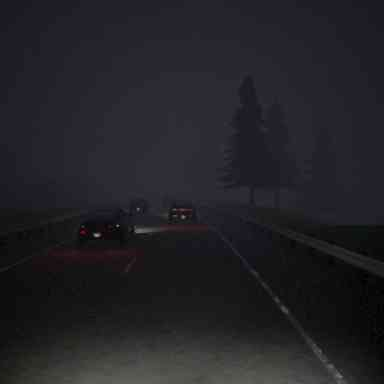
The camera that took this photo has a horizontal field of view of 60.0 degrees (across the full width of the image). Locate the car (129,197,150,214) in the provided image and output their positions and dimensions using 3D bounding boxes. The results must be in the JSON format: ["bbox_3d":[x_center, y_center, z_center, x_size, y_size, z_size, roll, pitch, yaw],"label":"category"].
[{"bbox_3d":[-5.197,1.296,32.813,1.837,1.490,4.892,0,0,-7],"label":"car"}]

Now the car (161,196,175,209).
[{"bbox_3d":[-2.786,1.215,41.165,1.882,1.535,5.008,0,0,-8],"label":"car"}]

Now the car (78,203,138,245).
[{"bbox_3d":[-3.724,1.430,14.947,1.812,1.442,4.674,0,0,-2],"label":"car"}]

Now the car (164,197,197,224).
[{"bbox_3d":[-0.753,1.342,23.348,2.128,1.511,4.902,0,0,-4],"label":"car"}]
